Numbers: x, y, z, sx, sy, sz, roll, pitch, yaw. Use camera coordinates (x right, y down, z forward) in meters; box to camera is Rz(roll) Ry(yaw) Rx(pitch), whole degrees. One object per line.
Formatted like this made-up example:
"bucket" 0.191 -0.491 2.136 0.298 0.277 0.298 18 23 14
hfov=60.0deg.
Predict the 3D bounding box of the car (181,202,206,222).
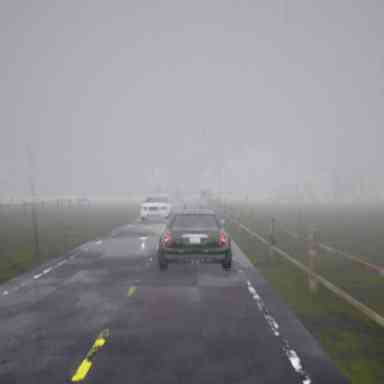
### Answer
"car" 0.088 1.593 27.617 1.895 1.301 4.718 0 0 0

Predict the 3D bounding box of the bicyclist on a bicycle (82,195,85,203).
"bicyclist on a bicycle" -22.519 1.484 69.350 0.582 1.620 1.656 0 0 0

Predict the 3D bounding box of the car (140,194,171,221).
"car" -2.856 1.214 27.447 2.150 2.045 5.566 0 0 0

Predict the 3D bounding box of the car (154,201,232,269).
"car" 0.085 1.349 11.239 2.097 1.767 4.553 0 0 0
